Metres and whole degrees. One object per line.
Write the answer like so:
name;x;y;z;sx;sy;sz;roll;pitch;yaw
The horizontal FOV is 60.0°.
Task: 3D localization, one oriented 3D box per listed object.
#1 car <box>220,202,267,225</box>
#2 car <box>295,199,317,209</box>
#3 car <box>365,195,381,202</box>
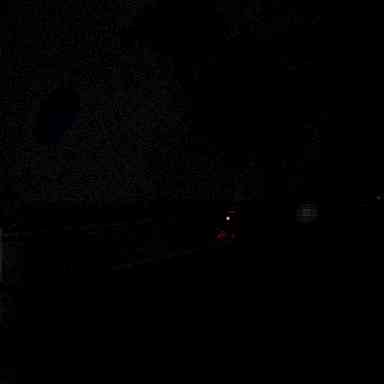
car;3.869;1.543;24.610;1.837;1.490;4.892;0;0;36
car;15.692;1.618;45.673;1.994;1.385;4.181;0;0;36
car;41.217;1.405;76.309;2.097;1.767;4.553;0;0;36
